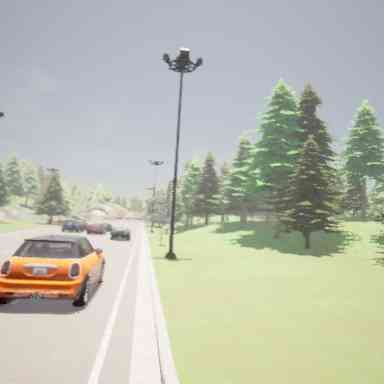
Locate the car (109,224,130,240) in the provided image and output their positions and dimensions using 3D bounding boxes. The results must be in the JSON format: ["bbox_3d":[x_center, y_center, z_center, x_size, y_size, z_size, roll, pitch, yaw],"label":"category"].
[{"bbox_3d":[-7.639,4.417,35.850,1.895,1.301,4.718,4,-5,-8],"label":"car"}]

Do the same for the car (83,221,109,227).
[{"bbox_3d":[-12.242,4.727,42.661,1.994,1.385,4.181,4,-5,-7],"label":"car"}]

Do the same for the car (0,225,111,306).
[{"bbox_3d":[-3.865,2.052,9.913,2.097,1.767,4.553,4,-5,-8],"label":"car"}]

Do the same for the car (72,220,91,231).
[{"bbox_3d":[-17.160,5.224,51.779,1.812,1.442,4.674,4,-5,-8],"label":"car"}]

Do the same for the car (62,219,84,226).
[{"bbox_3d":[-16.107,4.510,45.109,2.097,1.767,4.553,4,-5,-8],"label":"car"}]
